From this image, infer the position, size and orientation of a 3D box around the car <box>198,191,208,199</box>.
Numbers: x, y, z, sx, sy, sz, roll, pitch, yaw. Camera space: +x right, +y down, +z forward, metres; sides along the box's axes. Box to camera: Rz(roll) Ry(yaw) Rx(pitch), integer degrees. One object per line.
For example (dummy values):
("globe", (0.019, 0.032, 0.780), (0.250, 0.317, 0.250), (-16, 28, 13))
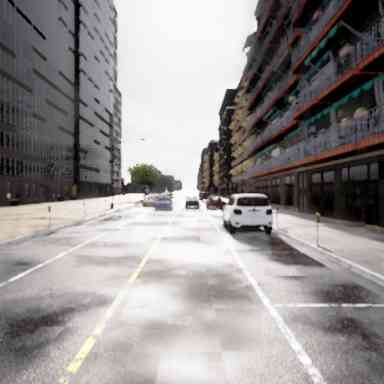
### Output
("car", (2.659, 0.769, 79.815), (2.192, 1.841, 5.009), (1, 0, 0))

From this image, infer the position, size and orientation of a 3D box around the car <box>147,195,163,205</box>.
("car", (-5.710, 1.216, 51.553), (2.008, 1.369, 4.403), (1, 0, 0))

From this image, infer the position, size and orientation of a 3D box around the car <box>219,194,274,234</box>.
("car", (2.989, 1.112, 18.652), (2.150, 2.045, 5.566), (0, 0, 0))

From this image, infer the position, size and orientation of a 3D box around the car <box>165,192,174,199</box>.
("car", (-5.730, 0.849, 85.427), (1.967, 1.590, 4.097), (1, 0, 0))

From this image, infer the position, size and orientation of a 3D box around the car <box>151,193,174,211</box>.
("car", (-3.116, 1.242, 37.130), (1.882, 1.535, 5.008), (0, 1, 0))

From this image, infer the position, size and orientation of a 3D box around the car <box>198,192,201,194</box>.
("car", (-0.030, 1.143, 53.669), (2.128, 1.511, 4.902), (0, 0, 0))

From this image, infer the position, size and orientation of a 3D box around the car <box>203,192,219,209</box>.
("car", (2.678, 1.184, 40.294), (1.967, 1.590, 4.097), (1, 0, 0))

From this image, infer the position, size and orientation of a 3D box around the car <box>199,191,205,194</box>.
("car", (2.668, 0.899, 62.877), (2.192, 1.841, 5.009), (1, 0, 0))

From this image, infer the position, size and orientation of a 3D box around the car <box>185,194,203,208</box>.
("car", (0.048, 1.278, 42.060), (2.033, 1.411, 5.357), (0, 0, 0))

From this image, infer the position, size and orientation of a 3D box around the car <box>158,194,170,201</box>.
("car", (-5.719, 1.092, 68.491), (2.008, 1.369, 4.403), (1, 0, 0))

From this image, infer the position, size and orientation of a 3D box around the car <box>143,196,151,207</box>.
("car", (-5.707, 1.232, 45.736), (1.752, 1.417, 4.829), (1, 0, 0))

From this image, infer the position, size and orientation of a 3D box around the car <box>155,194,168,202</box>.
("car", (-5.716, 1.134, 62.845), (2.008, 1.369, 4.403), (1, 0, 0))
